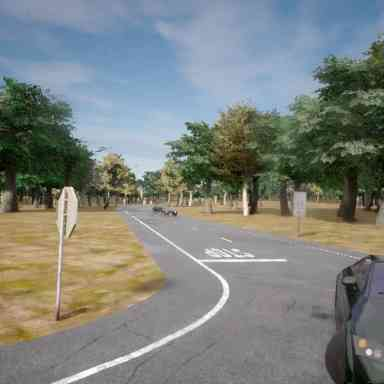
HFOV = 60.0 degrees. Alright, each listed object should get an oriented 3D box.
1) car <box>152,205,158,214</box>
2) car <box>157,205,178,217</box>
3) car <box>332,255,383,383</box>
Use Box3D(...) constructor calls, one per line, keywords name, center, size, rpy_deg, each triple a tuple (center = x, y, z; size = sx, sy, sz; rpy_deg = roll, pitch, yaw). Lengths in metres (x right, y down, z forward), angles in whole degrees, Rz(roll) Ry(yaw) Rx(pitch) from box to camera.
Box3D(name="car", center=(-5.649, 2.961, 56.873), size=(1.882, 1.535, 5.008), rpy_deg=(3, -2, -14))
Box3D(name="car", center=(-3.411, 2.850, 48.022), size=(1.895, 1.301, 4.718), rpy_deg=(3, -2, -13))
Box3D(name="car", center=(3.094, 1.643, 4.607), size=(1.994, 1.385, 4.181), rpy_deg=(1, -1, 22))
